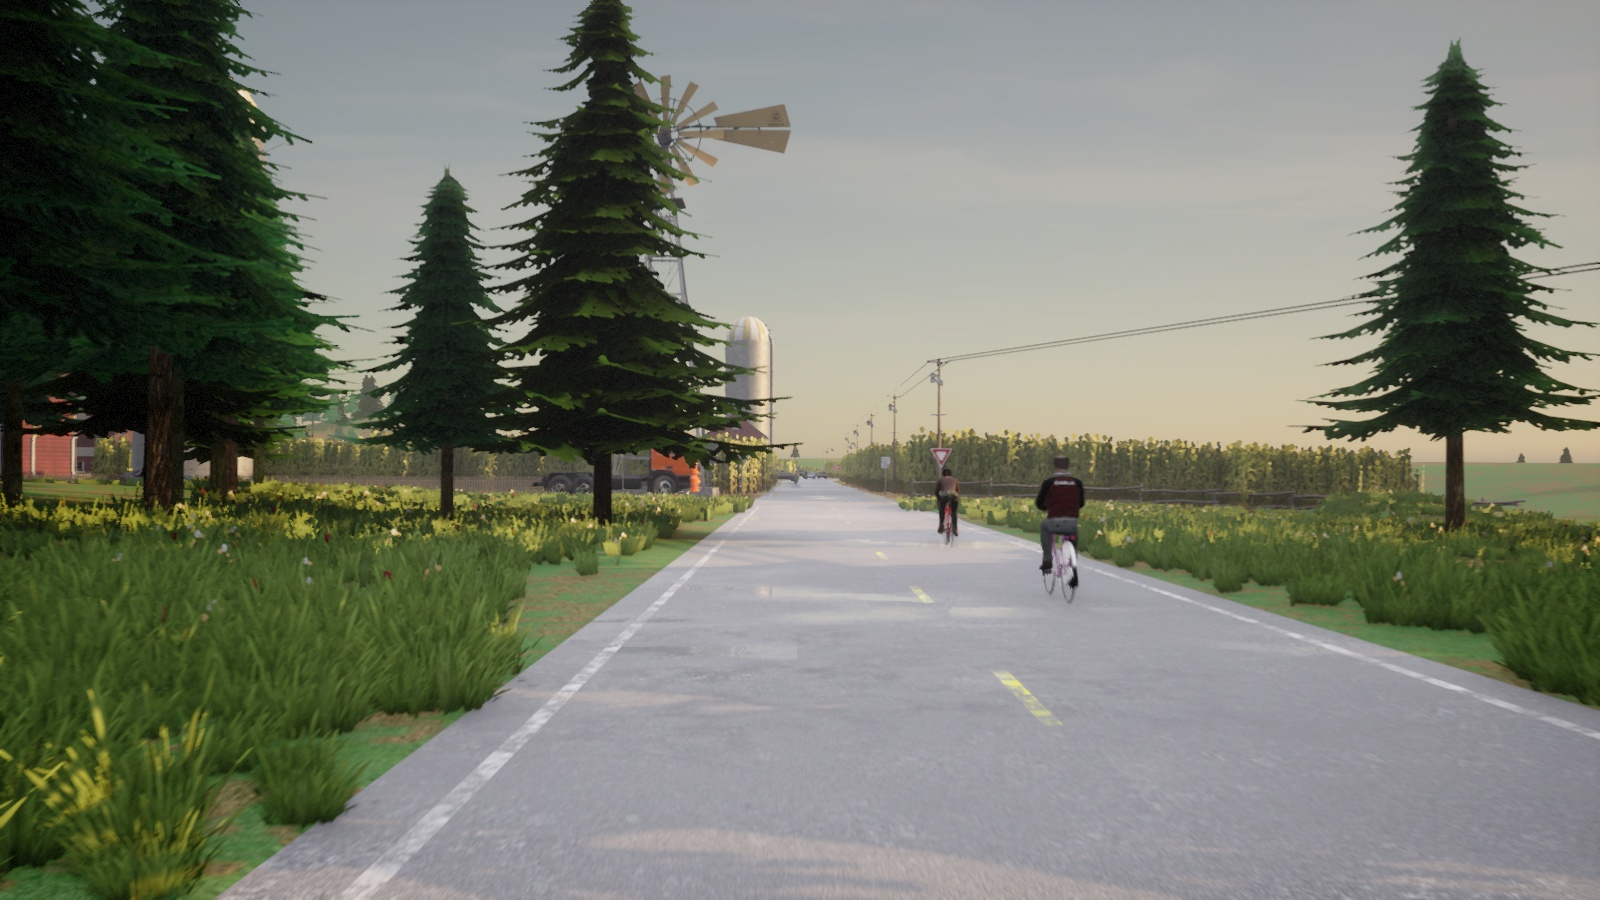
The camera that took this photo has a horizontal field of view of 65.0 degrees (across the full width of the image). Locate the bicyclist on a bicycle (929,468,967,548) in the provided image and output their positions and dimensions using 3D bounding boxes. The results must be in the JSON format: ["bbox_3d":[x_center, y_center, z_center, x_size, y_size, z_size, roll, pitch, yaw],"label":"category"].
[{"bbox_3d":[3.112,1.197,26.457,0.582,1.620,1.656,0,-1,0],"label":"bicyclist on a bicycle"}]

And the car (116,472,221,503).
[{"bbox_3d":[-30.967,1.850,61.653,4.193,1.474,1.816,0,-1,0],"label":"car"}]

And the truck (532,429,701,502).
[{"bbox_3d":[-8.898,0.762,61.659,7.936,3.462,2.891,0,-1,-2],"label":"truck"}]

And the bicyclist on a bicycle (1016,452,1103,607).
[{"bbox_3d":[3.148,0.930,15.389,0.659,1.776,1.843,0,-1,0],"label":"bicyclist on a bicycle"}]
